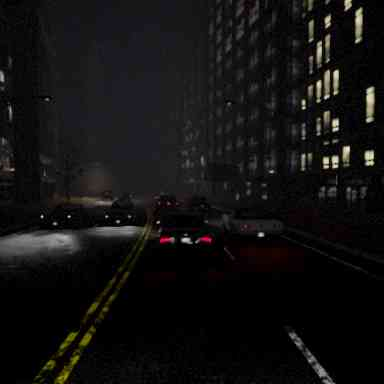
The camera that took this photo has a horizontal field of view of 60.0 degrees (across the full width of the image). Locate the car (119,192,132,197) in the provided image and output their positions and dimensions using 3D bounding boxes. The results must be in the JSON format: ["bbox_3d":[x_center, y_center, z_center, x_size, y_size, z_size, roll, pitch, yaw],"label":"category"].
[{"bbox_3d":[-12.344,0.731,61.727,2.097,1.767,4.553,-1,1,-15],"label":"car"}]

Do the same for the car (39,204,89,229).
[{"bbox_3d":[-7.709,1.409,20.428,1.895,1.301,4.718,0,1,-6],"label":"car"}]

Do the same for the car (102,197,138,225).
[{"bbox_3d":[-4.615,1.329,22.212,2.033,1.411,5.357,0,1,-6],"label":"car"}]

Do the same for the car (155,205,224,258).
[{"bbox_3d":[-0.333,1.423,12.188,2.033,1.411,5.357,0,1,-3],"label":"car"}]

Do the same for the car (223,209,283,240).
[{"bbox_3d":[2.668,1.432,15.836,1.895,1.301,4.718,0,1,-4],"label":"car"}]

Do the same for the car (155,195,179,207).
[{"bbox_3d":[-2.425,1.021,32.065,2.097,1.767,4.553,0,1,-8],"label":"car"}]

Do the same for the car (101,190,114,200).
[{"bbox_3d":[-15.439,0.632,60.823,2.150,2.045,5.566,0,1,-16],"label":"car"}]

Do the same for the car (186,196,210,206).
[{"bbox_3d":[0.571,1.114,34.024,1.882,1.535,5.008,0,1,-9],"label":"car"}]
